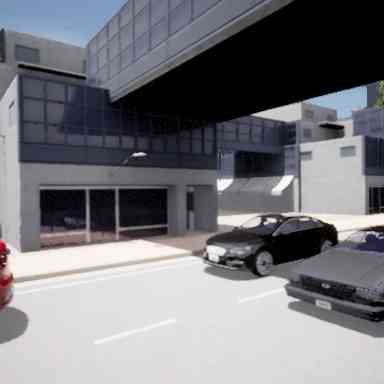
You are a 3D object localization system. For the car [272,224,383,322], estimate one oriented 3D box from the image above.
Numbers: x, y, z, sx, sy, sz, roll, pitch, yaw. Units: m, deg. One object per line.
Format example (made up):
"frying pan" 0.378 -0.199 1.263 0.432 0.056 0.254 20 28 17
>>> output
"car" 4.362 1.479 7.186 5.357 1.411 2.033 -1 0 -36

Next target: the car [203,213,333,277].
"car" 2.553 1.440 10.197 4.902 1.511 2.128 -1 0 -36

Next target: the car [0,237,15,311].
"car" -5.478 1.288 4.364 5.566 2.045 2.150 -1 0 -35
